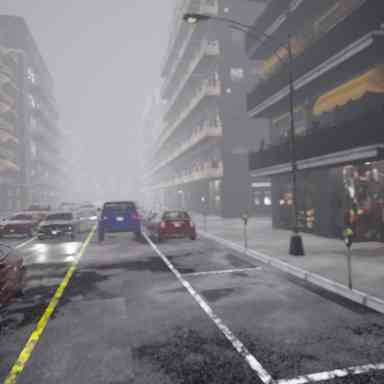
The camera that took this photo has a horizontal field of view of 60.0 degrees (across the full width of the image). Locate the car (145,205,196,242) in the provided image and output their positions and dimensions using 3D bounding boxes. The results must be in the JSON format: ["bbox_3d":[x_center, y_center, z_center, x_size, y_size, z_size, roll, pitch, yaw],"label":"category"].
[{"bbox_3d":[-1.119,1.589,17.392,1.967,1.590,4.097,-1,-1,-14],"label":"car"}]

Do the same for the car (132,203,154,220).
[{"bbox_3d":[-5.069,1.917,33.793,1.752,1.417,4.829,-1,-1,-14],"label":"car"}]

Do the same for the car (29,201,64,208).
[{"bbox_3d":[-11.881,1.815,26.286,2.192,1.841,5.009,-1,-1,-14],"label":"car"}]

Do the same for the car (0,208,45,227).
[{"bbox_3d":[-10.574,1.964,20.871,1.887,1.381,4.507,-1,-1,-14],"label":"car"}]

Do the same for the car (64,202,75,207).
[{"bbox_3d":[-14.446,2.183,36.943,1.752,1.417,4.829,-1,-1,-14],"label":"car"}]

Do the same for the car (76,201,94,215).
[{"bbox_3d":[-12.377,2.158,39.778,1.812,1.442,4.674,-1,-1,-13],"label":"car"}]

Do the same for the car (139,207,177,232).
[{"bbox_3d":[-2.422,1.780,22.803,2.008,1.369,4.403,-1,-1,-14],"label":"car"}]

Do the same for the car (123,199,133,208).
[{"bbox_3d":[-13.239,2.367,68.986,1.801,1.575,5.366,-1,-1,-14],"label":"car"}]

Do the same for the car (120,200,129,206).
[{"bbox_3d":[-16.762,2.687,82.340,1.947,1.339,4.313,-1,-1,-14],"label":"car"}]

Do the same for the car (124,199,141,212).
[{"bbox_3d":[-8.943,1.946,49.868,2.192,1.841,5.009,-1,-1,-14],"label":"car"}]

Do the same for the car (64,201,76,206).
[{"bbox_3d":[-15.792,2.056,42.523,2.192,1.841,5.009,-1,-1,-14],"label":"car"}]

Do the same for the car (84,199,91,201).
[{"bbox_3d":[-23.613,2.545,74.998,2.192,1.841,5.009,-1,-1,-14],"label":"car"}]

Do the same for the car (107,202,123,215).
[{"bbox_3d":[-10.073,2.129,43.432,1.812,1.442,4.674,-1,0,-13],"label":"car"}]

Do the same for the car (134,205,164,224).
[{"bbox_3d":[-3.725,1.860,28.215,2.008,1.369,4.403,-1,-1,-14],"label":"car"}]

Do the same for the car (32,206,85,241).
[{"bbox_3d":[-7.497,1.830,19.114,1.837,1.490,4.892,-1,0,-14],"label":"car"}]

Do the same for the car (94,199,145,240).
[{"bbox_3d":[-4.190,1.463,19.030,2.150,2.045,5.566,-1,0,-14],"label":"car"}]

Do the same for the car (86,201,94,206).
[{"bbox_3d":[-26.217,2.976,85.821,1.802,1.307,4.206,-1,-1,-14],"label":"car"}]

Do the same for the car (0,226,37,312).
[{"bbox_3d":[-4.373,1.662,6.126,1.812,1.442,4.674,-1,0,-15],"label":"car"}]
